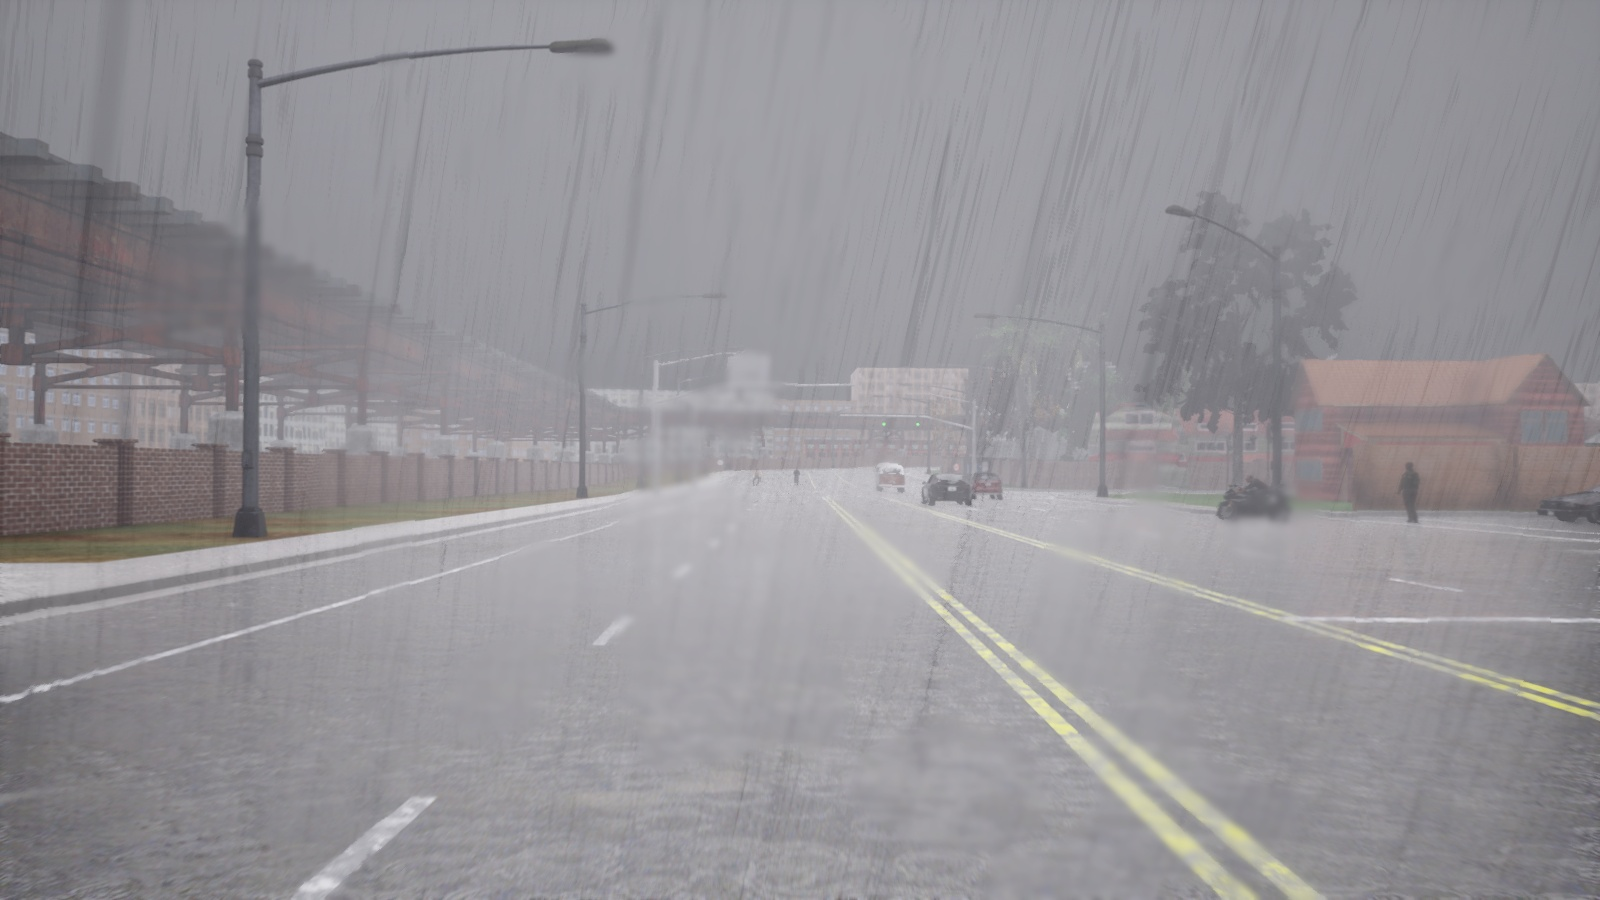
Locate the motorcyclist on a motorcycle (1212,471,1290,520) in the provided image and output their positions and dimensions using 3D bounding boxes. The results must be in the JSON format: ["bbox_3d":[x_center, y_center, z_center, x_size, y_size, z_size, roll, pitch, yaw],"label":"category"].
[{"bbox_3d":[14.373,1.463,40.045,2.191,1.530,0.866,0,-2,7],"label":"motorcyclist on a motorcycle"}]

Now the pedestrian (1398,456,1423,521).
[{"bbox_3d":[18.342,1.138,37.726,0.395,1.930,0.692,0,-1,-2],"label":"pedestrian"}]

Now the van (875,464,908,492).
[{"bbox_3d":[6.760,2.056,93.249,2.069,2.038,4.480,0,-1,0],"label":"van"}]

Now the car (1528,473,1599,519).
[{"bbox_3d":[26.442,1.426,39.996,5.357,1.411,2.033,0,-1,-1],"label":"car"}]

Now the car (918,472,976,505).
[{"bbox_3d":[6.849,1.773,58.881,2.163,1.488,4.792,0,-1,0],"label":"car"}]

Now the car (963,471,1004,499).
[{"bbox_3d":[10.319,1.937,70.816,1.789,1.549,3.705,0,-1,0],"label":"car"}]
